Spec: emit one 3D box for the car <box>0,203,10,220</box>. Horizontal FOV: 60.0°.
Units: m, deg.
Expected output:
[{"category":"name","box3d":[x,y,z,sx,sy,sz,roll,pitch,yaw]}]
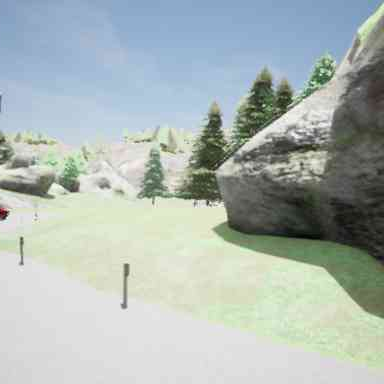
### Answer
[{"category":"car","box3d":[-22.120,2.137,36.641,2.150,2.045,5.566,4,-3,-9]}]
